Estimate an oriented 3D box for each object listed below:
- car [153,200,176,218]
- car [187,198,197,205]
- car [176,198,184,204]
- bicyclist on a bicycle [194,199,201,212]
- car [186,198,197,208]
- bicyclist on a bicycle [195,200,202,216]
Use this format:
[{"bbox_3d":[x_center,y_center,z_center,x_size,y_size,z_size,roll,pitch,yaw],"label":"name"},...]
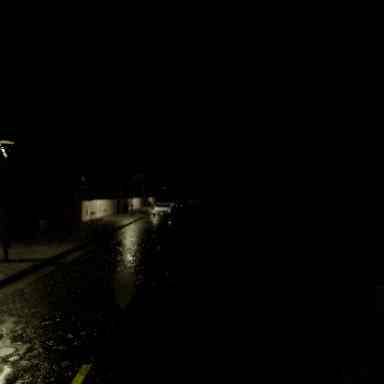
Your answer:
[{"bbox_3d":[-2.879,1.791,33.891,1.812,1.442,4.674,0,0,0],"label":"car"},{"bbox_3d":[-0.072,2.159,75.115,2.128,1.511,4.902,0,-1,0],"label":"car"},{"bbox_3d":[-2.822,1.941,75.187,1.994,1.385,4.181,0,-1,0],"label":"car"},{"bbox_3d":[0.714,1.782,43.066,0.866,1.612,1.509,0,-1,0],"label":"bicyclist on a bicycle"},{"bbox_3d":[-0.027,2.002,57.904,1.812,1.442,4.674,0,0,1],"label":"car"},{"bbox_3d":[0.723,1.721,34.199,0.582,1.620,1.656,0,-1,0],"label":"bicyclist on a bicycle"}]
